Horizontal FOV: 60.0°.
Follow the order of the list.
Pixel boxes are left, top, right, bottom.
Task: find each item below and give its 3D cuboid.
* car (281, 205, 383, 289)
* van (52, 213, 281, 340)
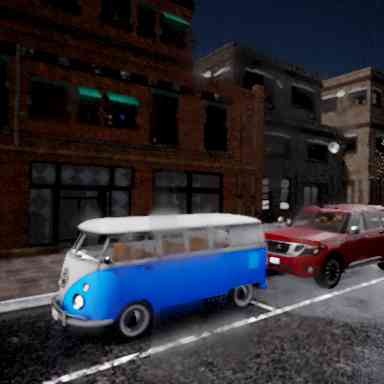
[{"bbox_3d":[4.036,1.319,9.417,5.009,1.841,2.192,0,1,-35],"label":"car"},{"bbox_3d":[-0.366,1.343,6.277,3.998,1.788,1.690,0,1,-35],"label":"van"}]
